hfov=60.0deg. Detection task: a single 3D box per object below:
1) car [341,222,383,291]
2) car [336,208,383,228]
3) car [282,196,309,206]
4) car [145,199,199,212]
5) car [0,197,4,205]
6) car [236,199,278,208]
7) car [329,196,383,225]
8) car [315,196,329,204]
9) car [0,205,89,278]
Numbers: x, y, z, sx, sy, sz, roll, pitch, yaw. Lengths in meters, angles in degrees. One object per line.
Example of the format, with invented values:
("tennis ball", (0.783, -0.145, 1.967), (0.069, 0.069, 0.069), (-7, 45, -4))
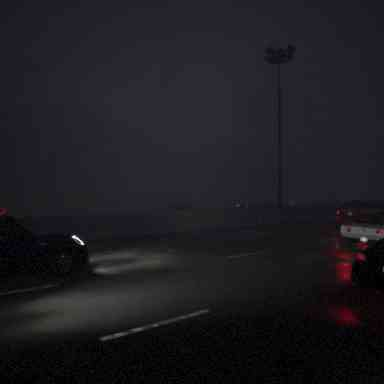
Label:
("car", (5.576, 1.511, 7.728), (4.181, 1.385, 1.994), (0, 0, -36))
("car", (8.398, 1.513, 14.042), (4.718, 1.301, 1.895), (0, 0, -36))
("car", (14.962, 1.307, 49.039), (5.357, 1.411, 2.033), (0, 0, -35))
("car", (-1.860, 1.444, 32.766), (5.357, 1.411, 2.033), (0, 0, -36))
("car", (-12.354, 1.225, 16.675), (5.566, 2.045, 2.150), (0, 0, -36))
("car", (6.831, 1.449, 34.668), (4.718, 1.301, 1.895), (0, 0, -35))
("car", (10.623, 1.233, 19.928), (4.553, 1.767, 2.097), (0, 0, -36))
("car", (19.810, 1.266, 48.163), (4.674, 1.442, 1.812), (-1, 0, -35))
("car", (-5.113, 1.347, 8.697), (4.553, 1.767, 2.097), (0, 0, -36))
